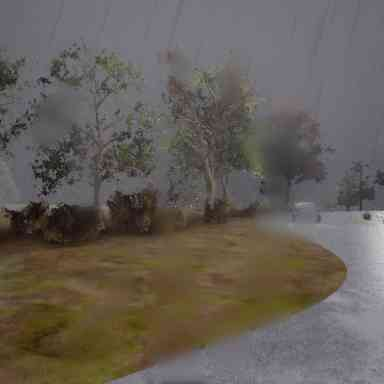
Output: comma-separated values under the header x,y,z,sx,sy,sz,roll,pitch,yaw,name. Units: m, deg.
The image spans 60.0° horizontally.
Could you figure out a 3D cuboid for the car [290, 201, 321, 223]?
x,y,z,sx,sy,sz,roll,pitch,yaw,name
8.754,1.503,25.789,1.837,1.490,4.892,0,0,16,car
